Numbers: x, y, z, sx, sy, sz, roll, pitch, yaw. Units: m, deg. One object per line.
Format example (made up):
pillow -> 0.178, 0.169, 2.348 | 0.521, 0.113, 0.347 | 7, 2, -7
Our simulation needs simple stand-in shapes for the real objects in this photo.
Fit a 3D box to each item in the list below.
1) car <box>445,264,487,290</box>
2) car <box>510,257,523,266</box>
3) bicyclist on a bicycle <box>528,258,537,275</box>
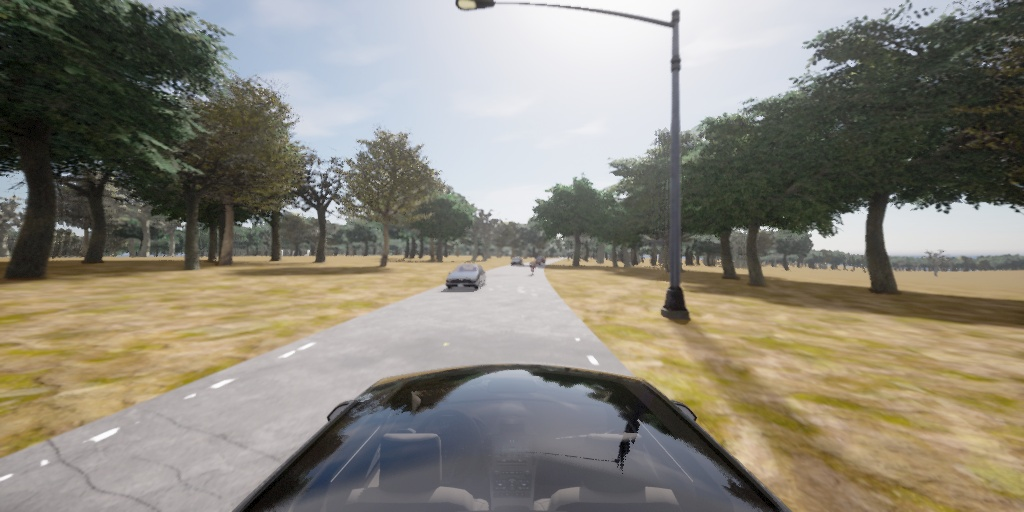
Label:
car -> -2.643, 1.200, 21.849 | 2.033, 1.411, 5.357 | 0, 0, 2
car -> 0.861, 0.991, 63.053 | 1.837, 1.490, 4.892 | 0, 0, 8
bicyclist on a bicycle -> 2.001, 1.032, 34.934 | 0.866, 1.612, 1.509 | 0, 0, 4
